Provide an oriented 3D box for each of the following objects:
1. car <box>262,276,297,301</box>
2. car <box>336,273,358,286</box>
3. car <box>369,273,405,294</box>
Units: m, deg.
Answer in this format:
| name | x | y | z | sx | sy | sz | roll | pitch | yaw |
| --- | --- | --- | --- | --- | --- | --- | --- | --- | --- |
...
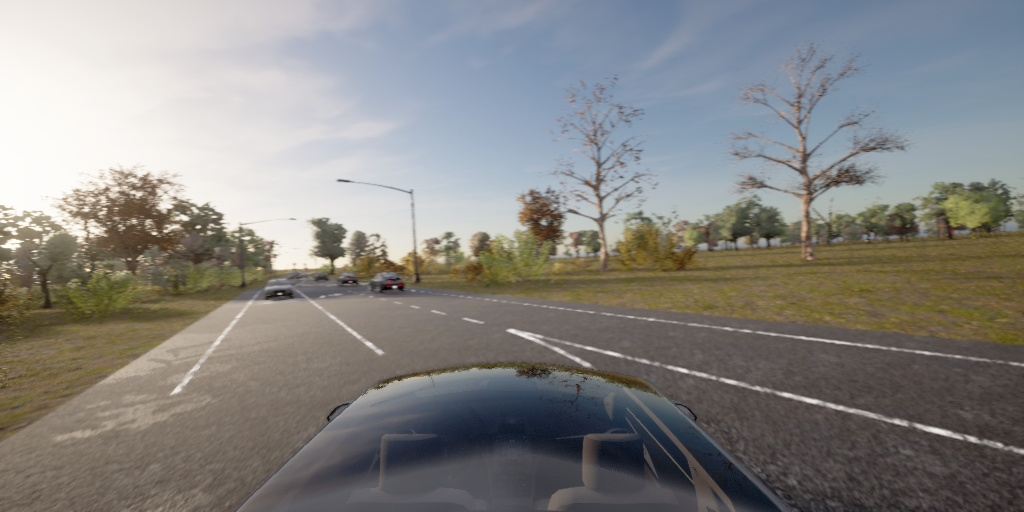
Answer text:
| name | x | y | z | sx | sy | sz | roll | pitch | yaw |
| --- | --- | --- | --- | --- | --- | --- | --- | --- | --- |
| car | -18.360 | 2.616 | 28.261 | 1.837 | 1.490 | 4.892 | -3 | -1 | -34 |
| car | -20.033 | 2.842 | 43.464 | 1.837 | 1.490 | 4.892 | -3 | -1 | -34 |
| car | -9.896 | 2.095 | 28.134 | 1.837 | 1.490 | 4.892 | -3 | -1 | -34 |
